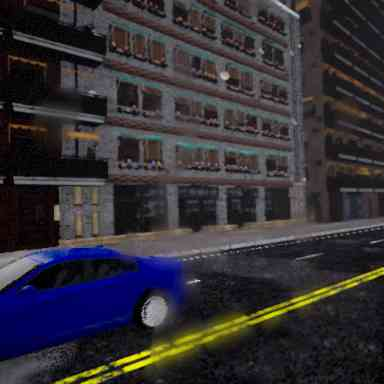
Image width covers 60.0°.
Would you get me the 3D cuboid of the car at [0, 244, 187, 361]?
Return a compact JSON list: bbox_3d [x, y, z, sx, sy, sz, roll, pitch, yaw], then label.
[{"bbox_3d":[-2.390,1.770,5.847,5.008,1.535,1.882,1,-3,-40],"label":"car"}]
